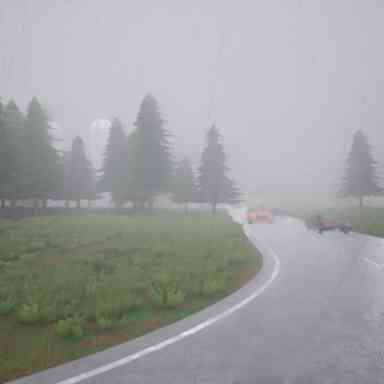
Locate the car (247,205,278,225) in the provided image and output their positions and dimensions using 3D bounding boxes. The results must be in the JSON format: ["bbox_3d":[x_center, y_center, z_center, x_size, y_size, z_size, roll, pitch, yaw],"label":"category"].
[{"bbox_3d":[6.281,2.078,31.029,2.097,1.767,4.553,-1,-1,5],"label":"car"}]

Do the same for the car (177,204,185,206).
[{"bbox_3d":[-2.809,3.656,91.905,1.905,1.878,3.866,0,-2,-26],"label":"car"}]

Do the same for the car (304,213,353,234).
[{"bbox_3d":[9.038,2.066,22.507,1.895,1.301,4.718,-1,-1,4],"label":"car"}]

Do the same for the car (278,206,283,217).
[{"bbox_3d":[10.705,2.494,43.637,1.837,1.490,4.892,-1,-1,5],"label":"car"}]
